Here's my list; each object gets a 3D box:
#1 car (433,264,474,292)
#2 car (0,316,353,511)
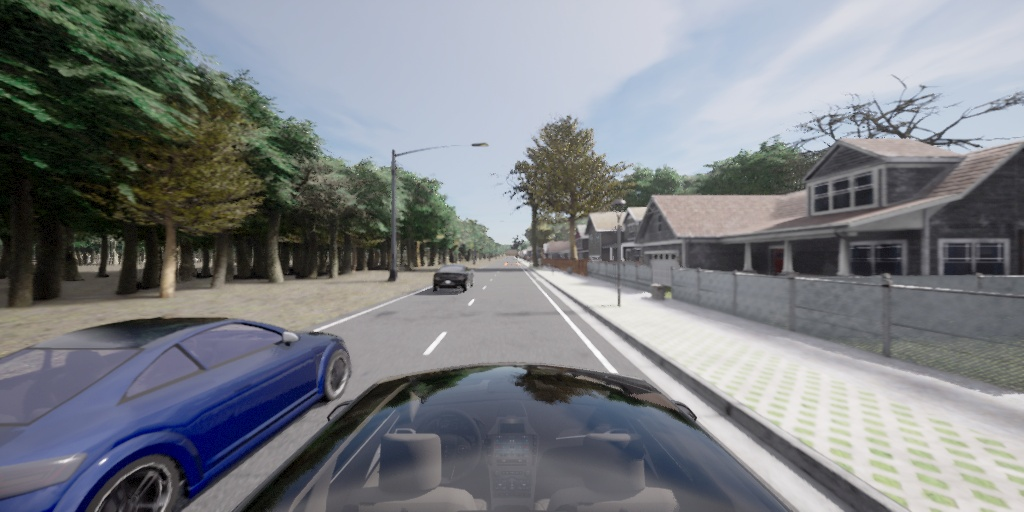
[{"bbox_3d":[-3.402,1.239,21.472,1.882,1.535,5.008,0,0,0],"label":"car"},{"bbox_3d":[-3.398,1.315,3.734,1.994,1.385,4.181,0,0,0],"label":"car"}]
